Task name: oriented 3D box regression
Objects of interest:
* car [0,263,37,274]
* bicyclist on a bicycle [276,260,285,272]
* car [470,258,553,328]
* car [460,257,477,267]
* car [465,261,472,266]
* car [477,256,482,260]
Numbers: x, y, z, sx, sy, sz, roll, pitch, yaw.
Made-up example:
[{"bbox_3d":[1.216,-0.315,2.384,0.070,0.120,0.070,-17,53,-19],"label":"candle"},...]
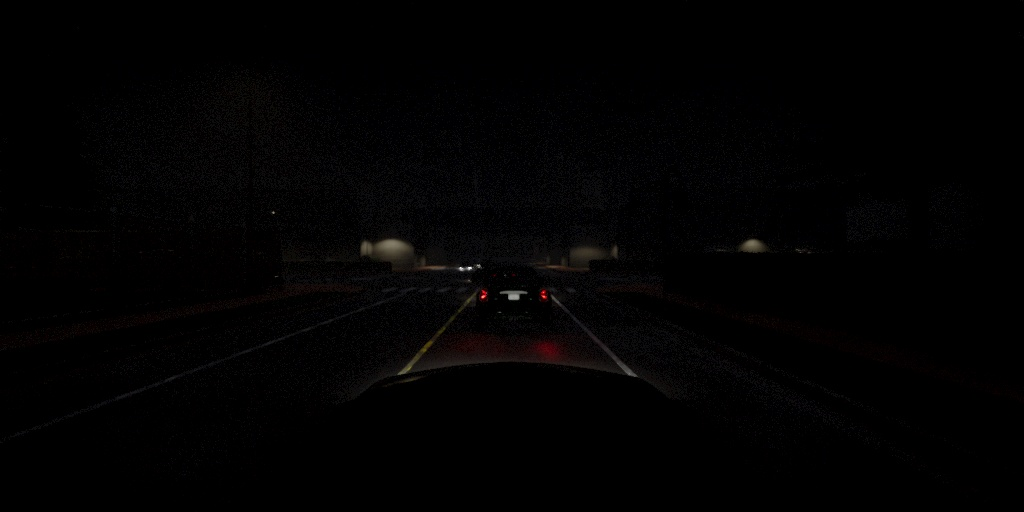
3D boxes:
[{"bbox_3d":[-51.543,1.251,36.725,4.181,1.385,1.994,0,0,7],"label":"car"},{"bbox_3d":[-26.089,0.980,40.468,0.582,1.620,1.656,0,0,0],"label":"bicyclist on a bicycle"},{"bbox_3d":[0.055,1.080,11.445,2.097,1.767,4.553,0,0,0],"label":"car"},{"bbox_3d":[-7.774,1.231,62.065,1.895,1.301,4.718,0,0,1],"label":"car"},{"bbox_3d":[-1.432,1.260,25.224,2.033,1.411,5.357,0,0,-22],"label":"car"},{"bbox_3d":[-4.274,1.178,62.093,2.033,1.411,5.357,0,0,1],"label":"car"}]
